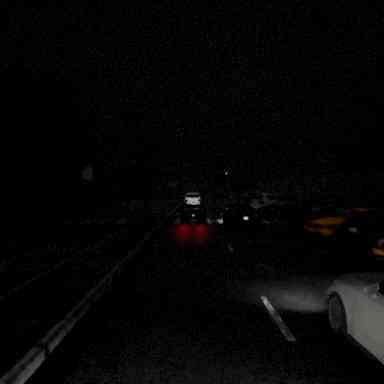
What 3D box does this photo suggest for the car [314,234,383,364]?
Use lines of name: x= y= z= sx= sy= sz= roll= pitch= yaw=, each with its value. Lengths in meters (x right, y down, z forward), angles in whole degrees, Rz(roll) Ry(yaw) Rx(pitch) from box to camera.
car: x=3.099 y=1.517 z=3.553 sx=1.812 sy=1.442 sz=4.674 roll=0 pitch=0 yaw=0

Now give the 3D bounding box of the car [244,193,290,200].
car: x=8.095 y=1.121 z=30.890 sx=5.566 sy=2.045 sz=2.435 roll=1 pitch=0 yaw=-20

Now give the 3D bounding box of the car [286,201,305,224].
car: x=8.063 y=1.444 z=18.948 sx=4.674 sy=1.452 sz=2.002 roll=1 pitch=0 yaw=-20

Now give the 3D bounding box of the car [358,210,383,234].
car: x=7.894 y=1.446 z=9.933 sx=5.366 sy=1.575 sz=1.946 roll=1 pitch=1 yaw=-20

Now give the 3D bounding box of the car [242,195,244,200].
car: x=8.071 y=1.370 z=33.855 sx=5.008 sy=1.535 sz=2.097 roll=1 pitch=0 yaw=-20

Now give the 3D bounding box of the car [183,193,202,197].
car: x=0.082 y=1.104 z=41.595 sx=2.150 sy=2.045 sz=5.566 roll=0 pitch=0 yaw=0

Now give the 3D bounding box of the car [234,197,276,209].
car: x=8.089 y=1.406 z=42.818 sx=4.792 sy=1.488 sz=2.163 roll=1 pitch=0 yaw=-20

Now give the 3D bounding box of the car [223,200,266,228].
car: x=3.097 y=1.467 z=21.146 sx=1.994 sy=1.385 sz=4.181 roll=0 pitch=0 yaw=0

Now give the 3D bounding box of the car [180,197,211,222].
car: x=0.095 y=1.380 z=25.178 sx=2.128 sy=1.511 sz=4.902 roll=0 pitch=0 yaw=0

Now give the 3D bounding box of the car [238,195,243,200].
car: x=8.058 y=1.372 z=36.840 sx=4.892 sy=1.521 sz=2.231 roll=1 pitch=0 yaw=-20

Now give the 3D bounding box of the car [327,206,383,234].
car: x=8.094 y=1.464 z=12.996 sx=4.792 sy=1.488 sz=2.163 roll=1 pitch=0 yaw=-20

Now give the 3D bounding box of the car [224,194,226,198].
car: x=7.890 y=1.377 z=48.703 sx=5.366 sy=1.575 sz=1.946 roll=1 pitch=0 yaw=-20

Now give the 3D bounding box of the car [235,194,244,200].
car: x=8.238 y=1.372 z=39.888 sx=5.366 sy=1.575 sz=1.946 roll=1 pitch=0 yaw=-20

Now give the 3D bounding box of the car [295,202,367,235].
car: x=7.894 y=1.412 z=15.900 sx=5.366 sy=1.575 sz=1.946 roll=1 pitch=1 yaw=-20

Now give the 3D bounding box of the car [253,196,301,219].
car: x=8.075 y=1.378 z=27.889 sx=4.892 sy=1.521 sz=2.231 roll=1 pitch=0 yaw=-20
